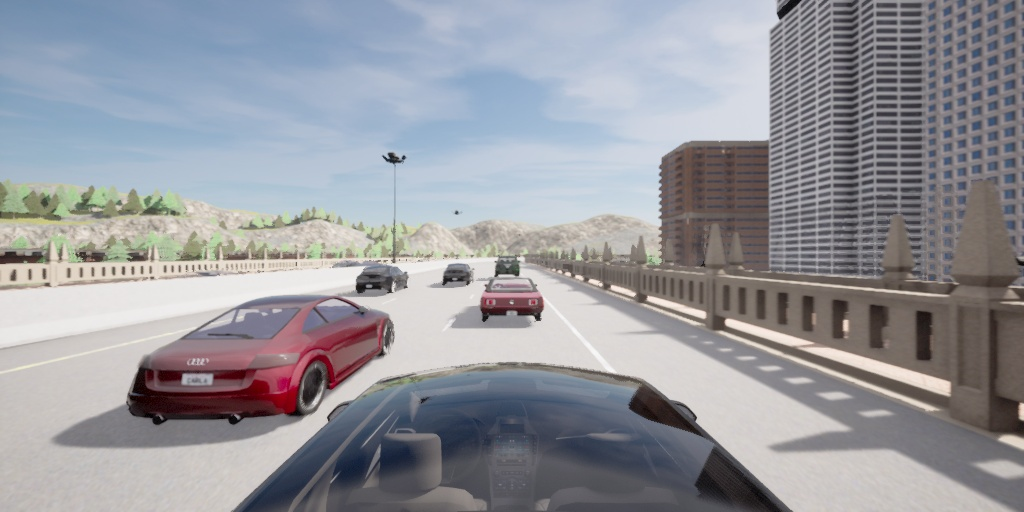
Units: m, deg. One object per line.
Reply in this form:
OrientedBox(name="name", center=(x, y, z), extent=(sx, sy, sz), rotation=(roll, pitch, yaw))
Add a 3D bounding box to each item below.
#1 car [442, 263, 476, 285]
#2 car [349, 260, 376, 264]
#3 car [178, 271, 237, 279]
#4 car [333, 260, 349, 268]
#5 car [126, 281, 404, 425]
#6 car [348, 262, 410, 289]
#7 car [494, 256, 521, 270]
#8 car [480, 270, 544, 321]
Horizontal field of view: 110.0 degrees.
OrientedBox(name="car", center=(-3.785, 1.265, 25.817), extent=(1.837, 1.490, 4.892), rotation=(0, 0, -1))
OrientedBox(name="car", center=(-18.288, 1.324, 45.689), extent=(2.033, 1.411, 5.357), rotation=(0, 0, -1))
OrientedBox(name="car", center=(-14.303, 1.366, 16.588), extent=(1.895, 1.301, 4.718), rotation=(0, 0, -1))
OrientedBox(name="car", center=(-21.831, 1.272, 47.420), extent=(2.128, 1.511, 4.902), rotation=(0, 0, -1))
OrientedBox(name="car", center=(-3.452, 1.318, 5.918), extent=(1.994, 1.385, 4.181), rotation=(0, 0, -1))
OrientedBox(name="car", center=(-7.182, 1.266, 20.321), extent=(1.837, 1.490, 4.892), rotation=(0, 0, -1))
OrientedBox(name="car", center=(-0.407, 0.980, 32.141), extent=(2.150, 2.045, 5.566), rotation=(0, 0, -1))
OrientedBox(name="car", center=(-0.037, 1.354, 12.470), extent=(1.895, 1.301, 4.718), rotation=(0, 0, -1))
